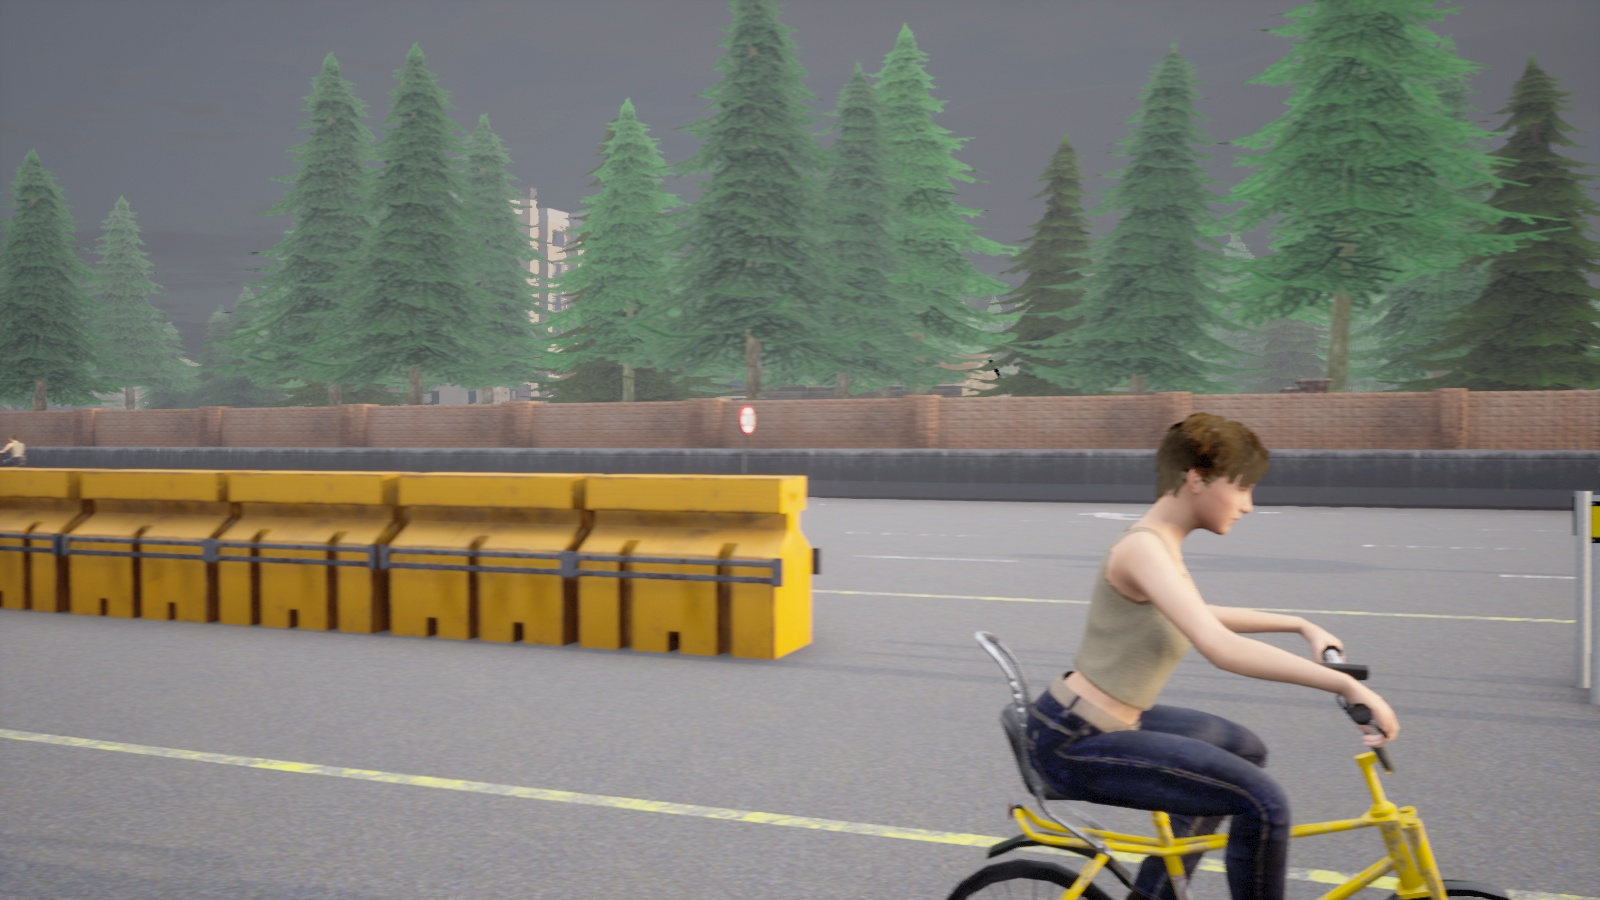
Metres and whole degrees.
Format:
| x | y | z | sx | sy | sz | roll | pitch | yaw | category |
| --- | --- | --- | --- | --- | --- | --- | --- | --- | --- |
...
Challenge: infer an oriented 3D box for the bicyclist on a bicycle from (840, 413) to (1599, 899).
| x | y | z | sx | sy | sz | roll | pitch | yaw | category |
| --- | --- | --- | --- | --- | --- | --- | --- | --- | --- |
| 0.943 | 0.728 | 2.910 | 1.509 | 1.612 | 0.866 | 1 | 1 | 19 | bicyclist on a bicycle |
